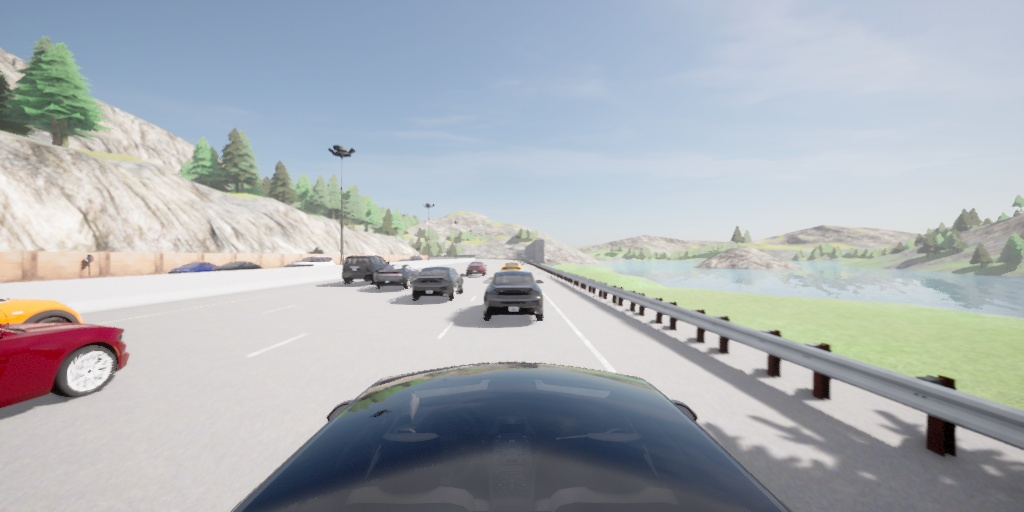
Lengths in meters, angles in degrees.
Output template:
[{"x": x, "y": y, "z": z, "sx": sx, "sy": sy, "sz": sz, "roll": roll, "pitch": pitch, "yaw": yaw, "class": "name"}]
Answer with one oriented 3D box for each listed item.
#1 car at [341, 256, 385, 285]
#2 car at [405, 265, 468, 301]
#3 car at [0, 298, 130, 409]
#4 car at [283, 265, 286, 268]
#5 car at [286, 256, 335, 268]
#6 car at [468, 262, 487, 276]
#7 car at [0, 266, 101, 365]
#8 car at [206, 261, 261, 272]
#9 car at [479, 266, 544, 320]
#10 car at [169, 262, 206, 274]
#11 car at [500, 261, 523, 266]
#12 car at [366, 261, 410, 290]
[{"x": -10.504, "y": 0.985, "z": 26.543, "sx": 2.150, "sy": 2.045, "sz": 5.566, "roll": 0, "pitch": 0, "yaw": 0, "class": "car"}, {"x": -3.468, "y": 1.259, "z": 17.451, "sx": 1.837, "sy": 1.490, "sz": 4.892, "roll": 0, "pitch": 0, "yaw": 0, "class": "car"}, {"x": -6.966, "y": 1.237, "z": 3.523, "sx": 1.882, "sy": 1.535, "sz": 5.008, "roll": 0, "pitch": 0, "yaw": 1, "class": "car"}, {"x": -24.759, "y": 1.274, "z": 41.888, "sx": 2.128, "sy": 1.511, "sz": 4.902, "roll": 0, "pitch": 0, "yaw": 0, "class": "car"}, {"x": -21.251, "y": 1.000, "z": 38.593, "sx": 2.150, "sy": 2.045, "sz": 5.566, "roll": 0, "pitch": 0, "yaw": 0, "class": "car"}, {"x": -3.548, "y": 1.279, "z": 36.497, "sx": 1.812, "sy": 1.442, "sz": 4.674, "roll": 0, "pitch": 0, "yaw": 0, "class": "car"}, {"x": -10.459, "y": 1.117, "z": 5.930, "sx": 2.097, "sy": 1.767, "sz": 4.553, "roll": 0, "pitch": 0, "yaw": 0, "class": "car"}, {"x": -28.240, "y": 1.266, "z": 36.994, "sx": 1.882, "sy": 1.535, "sz": 5.008, "roll": 0, "pitch": 0, "yaw": 0, "class": "car"}, {"x": 0.045, "y": 1.254, "z": 12.560, "sx": 1.837, "sy": 1.490, "sz": 4.892, "roll": 0, "pitch": 0, "yaw": 0, "class": "car"}, {"x": -31.735, "y": 1.319, "z": 36.116, "sx": 1.812, "sy": 1.442, "sz": 4.674, "roll": 0, "pitch": 0, "yaw": 0, "class": "car"}, {"x": -0.030, "y": 1.226, "z": 32.358, "sx": 1.882, "sy": 1.535, "sz": 5.008, "roll": 0, "pitch": 0, "yaw": 0, "class": "car"}, {"x": -6.988, "y": 1.250, "z": 22.538, "sx": 2.128, "sy": 1.511, "sz": 4.902, "roll": 0, "pitch": 0, "yaw": 0, "class": "car"}]
